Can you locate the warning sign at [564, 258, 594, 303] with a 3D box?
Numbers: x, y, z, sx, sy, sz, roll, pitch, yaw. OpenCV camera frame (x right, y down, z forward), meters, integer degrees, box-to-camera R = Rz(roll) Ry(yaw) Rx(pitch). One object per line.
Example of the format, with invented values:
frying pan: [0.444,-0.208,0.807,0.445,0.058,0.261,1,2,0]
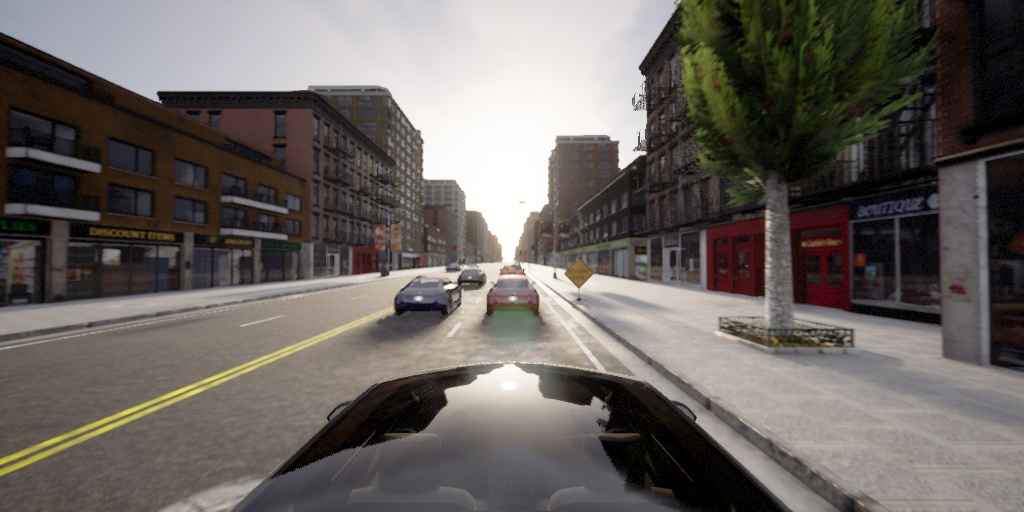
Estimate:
warning sign: [2.846,1.023,15.231,1.300,1.860,1.060,0,0,0]

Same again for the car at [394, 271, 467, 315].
car: [-3.208,1.463,14.410,1.994,1.385,4.181,0,-1,1]

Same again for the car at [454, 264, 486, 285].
car: [-3.209,1.638,29.380,1.994,1.385,4.181,0,-1,1]

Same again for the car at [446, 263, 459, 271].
car: [-9.813,1.912,59.910,1.882,1.535,5.008,0,-1,1]

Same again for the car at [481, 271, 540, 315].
car: [0.044,1.463,14.397,1.994,1.385,4.181,0,-1,0]

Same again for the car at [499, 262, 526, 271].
car: [0.039,1.421,29.090,2.097,1.767,4.553,0,-1,0]
